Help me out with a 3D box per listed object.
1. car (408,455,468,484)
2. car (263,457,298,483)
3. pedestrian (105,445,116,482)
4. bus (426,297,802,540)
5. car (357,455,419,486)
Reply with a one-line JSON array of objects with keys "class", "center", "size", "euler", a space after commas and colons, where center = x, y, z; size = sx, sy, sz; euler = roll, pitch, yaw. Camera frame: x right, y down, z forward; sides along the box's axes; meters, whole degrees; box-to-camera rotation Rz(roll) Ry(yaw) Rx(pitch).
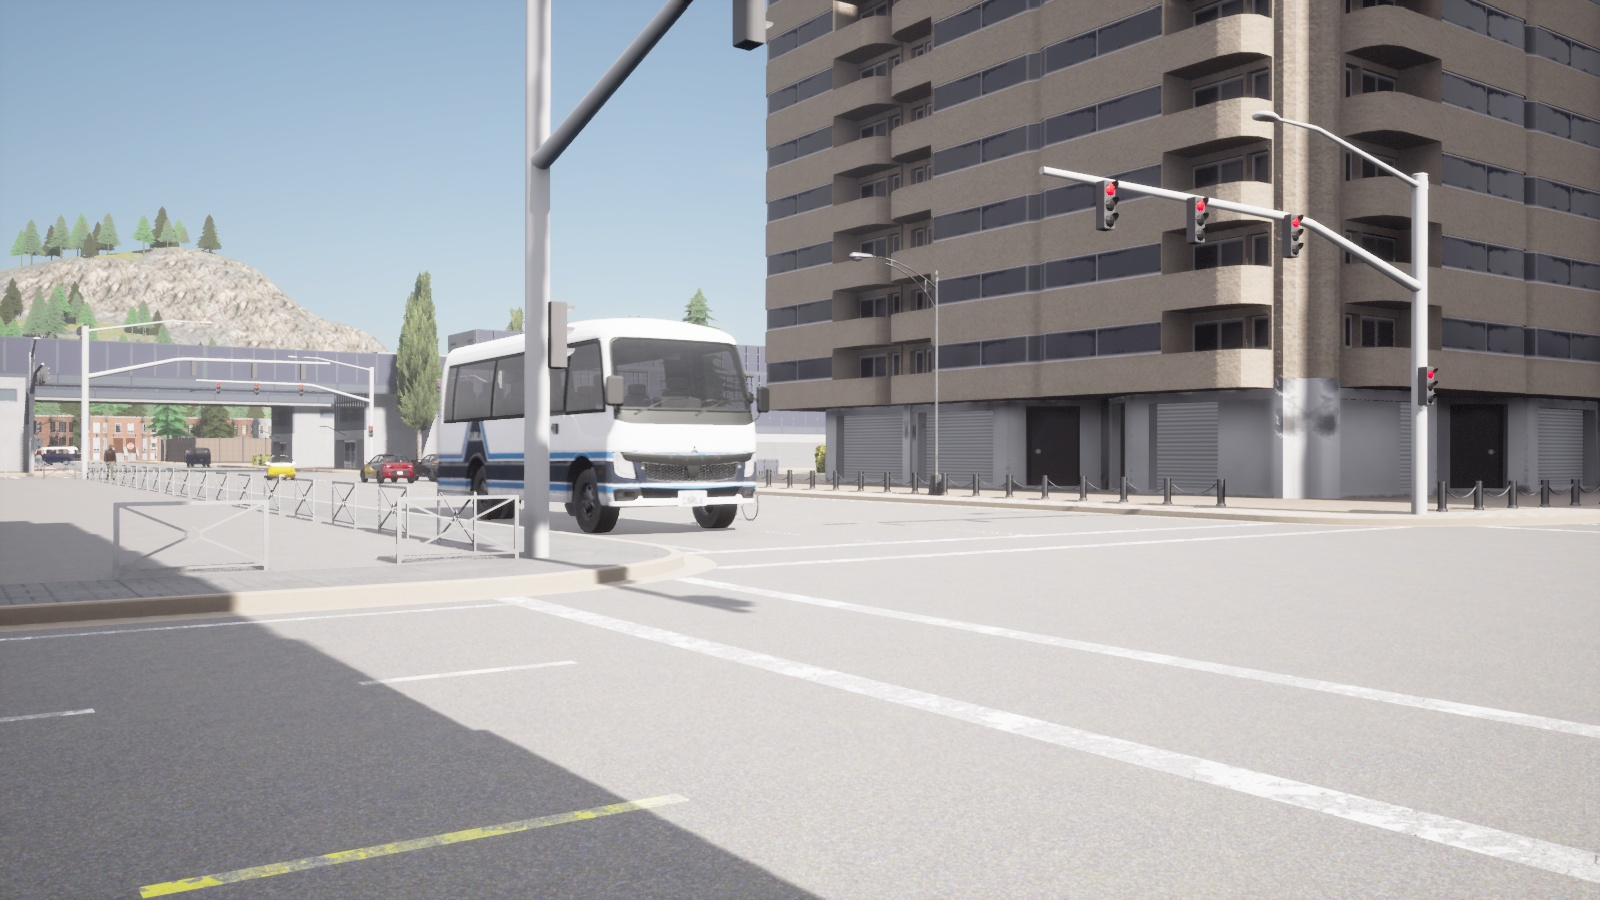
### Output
[{"class": "car", "center": [-19.461, 1.020, 67.379], "size": [1.816, 1.474, 4.193], "euler": [0, 0, -35]}, {"class": "car", "center": [-28.157, 1.081, 68.019], "size": [1.481, 1.376, 2.207], "euler": [0, 0, -29]}, {"class": "pedestrian", "center": [-34.575, 0.686, 62.998], "size": [0.431, 1.840, 0.703], "euler": [0, 0, -33]}, {"class": "bus", "center": [-4.510, -0.500, 27.270], "size": [3.944, 4.253, 10.273], "euler": [0, -1, -35]}, {"class": "car", "center": [-20.704, 1.012, 63.020], "size": [1.816, 1.474, 4.193], "euler": [0, 0, -35]}]
